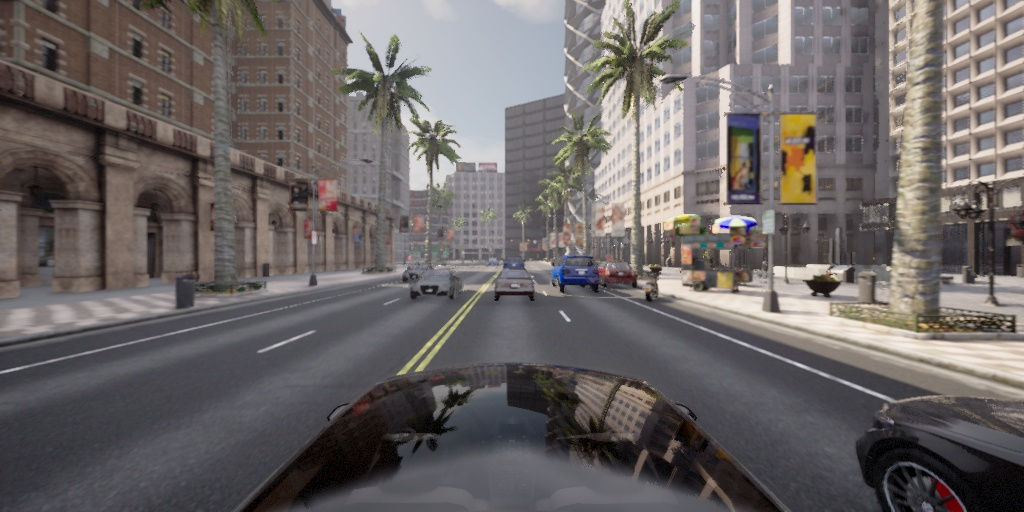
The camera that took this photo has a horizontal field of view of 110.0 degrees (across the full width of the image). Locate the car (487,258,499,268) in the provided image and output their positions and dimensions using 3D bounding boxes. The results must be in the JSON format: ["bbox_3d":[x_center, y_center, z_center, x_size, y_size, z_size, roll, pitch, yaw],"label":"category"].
[{"bbox_3d":[-3.112,1.019,59.253,1.882,1.535,5.008,0,0,1],"label":"car"}]

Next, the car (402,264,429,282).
[{"bbox_3d":[-7.058,1.307,27.853,1.994,1.385,4.181,0,0,0],"label":"car"}]

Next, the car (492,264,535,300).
[{"bbox_3d":[0.107,1.293,17.568,2.033,1.411,5.357,0,0,0],"label":"car"}]

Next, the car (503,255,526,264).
[{"bbox_3d":[0.224,0.962,36.441,2.150,2.045,5.566,0,0,1],"label":"car"}]

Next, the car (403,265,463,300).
[{"bbox_3d":[-3.587,1.310,17.585,1.994,1.385,4.181,0,0,0],"label":"car"}]

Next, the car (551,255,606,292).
[{"bbox_3d":[3.608,0.966,21.230,2.150,2.045,5.566,0,0,0],"label":"car"}]

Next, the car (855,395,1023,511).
[{"bbox_3d":[3.599,1.276,0.809,1.812,1.442,4.674,0,0,0],"label":"car"}]
